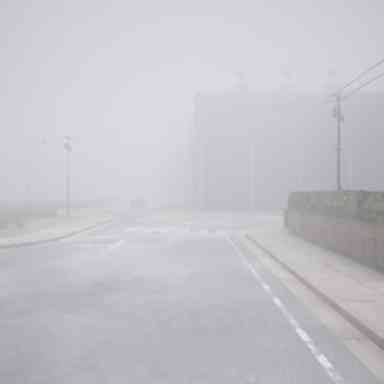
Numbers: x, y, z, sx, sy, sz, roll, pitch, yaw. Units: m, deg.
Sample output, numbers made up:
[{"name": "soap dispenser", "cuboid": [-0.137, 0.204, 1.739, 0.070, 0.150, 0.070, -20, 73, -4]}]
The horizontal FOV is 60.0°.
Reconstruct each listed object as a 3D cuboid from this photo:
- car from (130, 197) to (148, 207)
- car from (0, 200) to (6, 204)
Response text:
[{"name": "car", "cuboid": [-8.162, 1.546, 51.479, 2.128, 1.511, 4.902, 0, 0, 6]}, {"name": "car", "cuboid": [-26.712, 1.552, 42.935, 4.892, 1.490, 1.837, 0, 0, 0]}]
